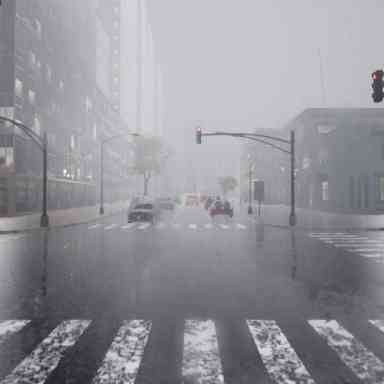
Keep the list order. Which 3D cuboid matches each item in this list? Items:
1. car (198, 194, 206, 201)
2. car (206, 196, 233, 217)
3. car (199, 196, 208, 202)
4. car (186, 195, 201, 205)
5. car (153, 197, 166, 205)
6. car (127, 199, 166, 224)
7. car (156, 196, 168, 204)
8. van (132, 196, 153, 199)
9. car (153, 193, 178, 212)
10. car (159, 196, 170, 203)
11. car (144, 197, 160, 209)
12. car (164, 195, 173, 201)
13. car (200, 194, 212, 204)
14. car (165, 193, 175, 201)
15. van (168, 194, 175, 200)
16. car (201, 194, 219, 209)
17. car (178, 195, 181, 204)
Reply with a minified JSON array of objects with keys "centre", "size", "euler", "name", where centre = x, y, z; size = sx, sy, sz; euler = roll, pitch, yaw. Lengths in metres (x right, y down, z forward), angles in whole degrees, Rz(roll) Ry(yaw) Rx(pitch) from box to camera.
[{"centre":[2.624,1.446,87.785],"size":[1.967,1.590,4.097],"euler":[1,0,0],"name":"car"},{"centre":[2.677,1.444,31.045],"size":[1.967,1.590,4.097],"euler":[1,0,0],"name":"car"},{"centre":[2.633,1.571,76.437],"size":[1.947,1.339,4.313],"euler":[1,0,0],"name":"car"},{"centre":[0.046,1.357,58.389],"size":[2.097,1.767,4.553],"euler":[0,0,0],"name":"car"},{"centre":[-5.732,1.587,59.369],"size":[1.802,1.307,4.206],"euler":[1,0,0],"name":"car"},{"centre":[-3.394,1.508,24.635],"size":[1.837,1.490,4.892],"euler":[0,0,4],"name":"car"},{"centre":[-5.737,1.571,65.043],"size":[1.947,1.339,4.313],"euler":[1,0,0],"name":"car"},{"centre":[-5.707,1.345,36.673],"size":[1.690,1.788,3.998],"euler":[1,0,0],"name":"van"},{"centre":[-3.133,1.357,39.446],"size":[2.097,1.767,4.553],"euler":[0,0,0],"name":"car"},{"centre":[-5.742,1.571,70.717],"size":[1.947,1.339,4.313],"euler":[1,0,0],"name":"car"},{"centre":[-5.720,1.530,47.851],"size":[1.752,1.417,4.829],"euler":[1,0,0],"name":"car"},{"centre":[-5.752,1.556,82.065],"size":[2.008,1.369,4.403],"euler":[1,0,0],"name":"car"},{"centre":[2.648,1.320,65.089],"size":[2.192,1.841,5.009],"euler":[1,0,0],"name":"car"},{"centre":[-5.753,1.321,87.739],"size":[2.192,1.841,5.009],"euler":[1,0,0],"name":"car"},{"centre":[-5.758,1.347,93.413],"size":[1.690,1.788,3.998],"euler":[1,0,0],"name":"van"},{"centre":[2.669,1.320,42.393],"size":[2.192,1.841,5.009],"euler":[1,0,0],"name":"car"},{"centre":[-3.081,1.356,61.393],"size":[2.097,1.767,4.553],"euler":[0,0,0],"name":"car"}]
